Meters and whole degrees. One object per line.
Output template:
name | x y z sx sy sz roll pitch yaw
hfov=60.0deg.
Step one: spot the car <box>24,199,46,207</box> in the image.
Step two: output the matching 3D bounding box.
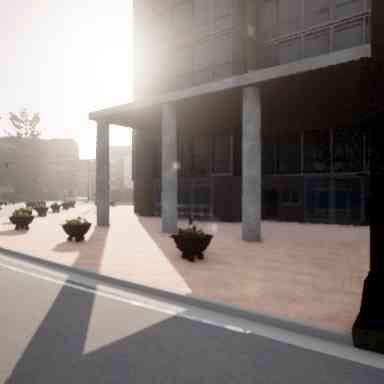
car | -22.711 1.632 48.354 1.895 1.301 4.718 0 0 -11
